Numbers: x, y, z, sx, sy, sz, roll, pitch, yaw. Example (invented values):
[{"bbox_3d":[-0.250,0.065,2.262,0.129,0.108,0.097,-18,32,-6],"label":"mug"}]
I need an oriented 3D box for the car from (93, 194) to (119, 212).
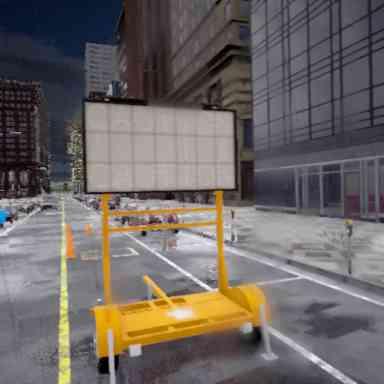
[{"bbox_3d":[-8.269,1.153,33.294,2.192,1.841,5.009,-2,1,-21],"label":"car"}]

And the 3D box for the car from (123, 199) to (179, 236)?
[{"bbox_3d":[-2.138,1.287,17.526,1.967,1.590,4.097,-1,1,-21],"label":"car"}]

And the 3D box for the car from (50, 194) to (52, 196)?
[{"bbox_3d":[-34.599,1.428,77.525,2.192,1.841,5.009,-2,0,-21],"label":"car"}]

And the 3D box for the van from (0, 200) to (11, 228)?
[{"bbox_3d":[-12.131,1.401,19.709,1.690,1.788,3.998,-1,1,-21],"label":"van"}]

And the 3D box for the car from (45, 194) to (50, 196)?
[{"bbox_3d":[-30.515,1.401,67.012,2.192,1.841,5.009,-2,0,-21],"label":"car"}]

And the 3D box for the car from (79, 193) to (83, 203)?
[{"bbox_3d":[-20.518,1.437,64.836,1.802,1.307,4.206,-2,0,-21],"label":"car"}]

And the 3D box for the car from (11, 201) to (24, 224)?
[{"bbox_3d":[-14.169,1.623,24.966,1.947,1.339,4.313,-1,1,-21],"label":"car"}]

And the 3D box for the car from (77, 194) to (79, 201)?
[{"bbox_3d":[-22.561,1.433,70.091,1.947,1.339,4.313,-2,0,-21],"label":"car"}]

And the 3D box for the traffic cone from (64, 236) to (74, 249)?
[{"bbox_3d":[-4.145,1.915,11.320,0.340,0.580,0.340,-2,1,-21],"label":"traffic cone"}]

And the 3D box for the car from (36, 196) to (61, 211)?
[{"bbox_3d":[-17.595,1.540,41.045,2.033,1.411,5.357,-2,1,-21],"label":"car"}]

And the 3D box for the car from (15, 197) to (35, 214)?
[{"bbox_3d":[-18.257,1.499,35.478,1.967,1.590,4.097,-2,1,-21],"label":"car"}]

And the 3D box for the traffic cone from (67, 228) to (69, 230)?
[{"bbox_3d":[-5.594,1.910,15.049,0.340,0.580,0.340,-2,1,-21],"label":"traffic cone"}]

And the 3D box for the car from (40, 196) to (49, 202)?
[{"bbox_3d":[-36.634,1.692,82.783,1.947,1.339,4.313,-2,0,-21],"label":"car"}]

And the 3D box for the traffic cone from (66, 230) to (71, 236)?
[{"bbox_3d":[-4.870,1.912,13.184,0.340,0.580,0.340,-2,1,-21],"label":"traffic cone"}]

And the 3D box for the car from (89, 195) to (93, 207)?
[{"bbox_3d":[-10.311,1.155,38.550,2.192,1.841,5.009,-2,1,-21],"label":"car"}]

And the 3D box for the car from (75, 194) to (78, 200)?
[{"bbox_3d":[-24.609,1.196,75.347,2.192,1.841,5.009,-2,0,-21],"label":"car"}]

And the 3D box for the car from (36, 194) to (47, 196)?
[{"bbox_3d":[-28.406,1.599,61.600,1.752,1.417,4.829,-2,1,-21],"label":"car"}]

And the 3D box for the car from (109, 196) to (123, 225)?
[{"bbox_3d":[-4.180,1.282,22.782,1.967,1.590,4.097,-1,1,-21],"label":"car"}]

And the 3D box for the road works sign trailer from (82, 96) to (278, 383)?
[{"bbox_3d":[-0.456,0.406,5.240,2.380,3.560,2.880,-2,1,-21],"label":"road works sign trailer"}]

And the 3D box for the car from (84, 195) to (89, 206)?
[{"bbox_3d":[-14.393,1.284,49.065,1.967,1.590,4.097,-2,1,-21],"label":"car"}]

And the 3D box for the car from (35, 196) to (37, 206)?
[{"bbox_3d":[-20.297,1.605,40.735,1.887,1.381,4.507,-2,1,-21],"label":"car"}]

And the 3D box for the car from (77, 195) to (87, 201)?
[{"bbox_3d":[-26.646,1.439,80.606,1.887,1.381,4.507,-2,0,-21],"label":"car"}]
